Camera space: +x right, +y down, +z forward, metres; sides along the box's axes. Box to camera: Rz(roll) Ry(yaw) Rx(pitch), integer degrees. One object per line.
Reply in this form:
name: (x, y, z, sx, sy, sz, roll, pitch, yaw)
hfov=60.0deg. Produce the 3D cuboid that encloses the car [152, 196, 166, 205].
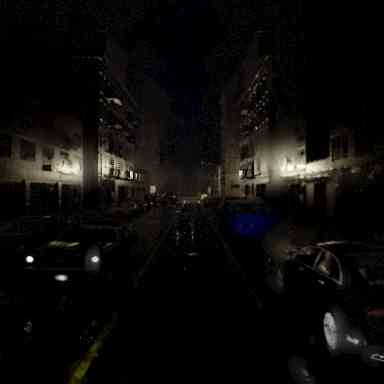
car: (-5.397, 1.322, 54.455, 1.802, 1.307, 4.206, 0, 0, 0)

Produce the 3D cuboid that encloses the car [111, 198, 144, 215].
car: (-5.402, 1.395, 27.255, 1.752, 1.417, 4.829, 0, 0, 0)

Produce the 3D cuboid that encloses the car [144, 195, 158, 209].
car: (-5.400, 1.383, 38.236, 1.947, 1.339, 4.313, 0, 0, 0)

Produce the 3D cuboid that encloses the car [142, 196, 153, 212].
car: (-5.401, 1.394, 32.830, 2.008, 1.369, 4.403, 0, 0, 0)

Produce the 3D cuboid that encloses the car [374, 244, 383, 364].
car: (2.704, 1.313, 0.394, 2.192, 1.841, 5.009, 0, 0, 0)

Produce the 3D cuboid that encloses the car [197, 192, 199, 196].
car: (2.633, 1.214, 70.675, 2.008, 1.369, 4.403, 0, 0, 0)

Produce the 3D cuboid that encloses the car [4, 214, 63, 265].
car: (-5.405, 1.491, 11.205, 1.887, 1.381, 4.507, 0, 0, 0)

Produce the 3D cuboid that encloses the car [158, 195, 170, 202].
car: (-5.395, 1.239, 65.267, 2.008, 1.369, 4.403, 0, 0, 0)

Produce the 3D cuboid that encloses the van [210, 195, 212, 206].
van: (2.677, 1.210, 27.425, 1.690, 1.788, 3.998, 0, 0, 0)

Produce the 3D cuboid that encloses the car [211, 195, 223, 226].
car: (2.682, 1.210, 22.019, 2.192, 1.841, 5.009, 0, 0, 0)

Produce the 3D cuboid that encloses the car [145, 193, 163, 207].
car: (-5.399, 1.106, 43.641, 2.192, 1.841, 5.009, 0, 0, 0)

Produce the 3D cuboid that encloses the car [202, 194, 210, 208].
car: (2.661, 1.316, 43.814, 1.752, 1.417, 4.829, 0, 0, 0)

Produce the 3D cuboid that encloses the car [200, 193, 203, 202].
car: (2.655, 1.206, 49.049, 1.967, 1.590, 4.097, 0, 0, 0)

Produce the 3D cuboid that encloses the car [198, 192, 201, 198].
car: (2.639, 1.214, 65.438, 1.752, 1.417, 4.829, 0, 0, 0)

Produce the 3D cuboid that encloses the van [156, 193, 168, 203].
van: (-5.397, 1.055, 59.860, 1.690, 1.788, 3.998, 0, 0, 0)

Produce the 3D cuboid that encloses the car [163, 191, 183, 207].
car: (-2.840, 0.996, 47.178, 2.150, 2.045, 5.566, 0, 0, 0)

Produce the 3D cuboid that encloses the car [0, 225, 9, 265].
car: (-5.406, 1.538, 5.799, 1.947, 1.339, 4.313, 0, 0, 0)

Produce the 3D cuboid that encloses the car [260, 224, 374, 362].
car: (2.699, 1.523, 5.801, 2.008, 1.369, 4.403, 0, 0, 0)

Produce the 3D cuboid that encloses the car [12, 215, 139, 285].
car: (-2.836, 1.556, 9.461, 1.895, 1.301, 4.718, 0, 0, 0)

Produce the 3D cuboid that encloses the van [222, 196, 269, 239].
van: (2.688, 1.262, 16.612, 1.690, 1.788, 3.998, 0, 0, 0)
